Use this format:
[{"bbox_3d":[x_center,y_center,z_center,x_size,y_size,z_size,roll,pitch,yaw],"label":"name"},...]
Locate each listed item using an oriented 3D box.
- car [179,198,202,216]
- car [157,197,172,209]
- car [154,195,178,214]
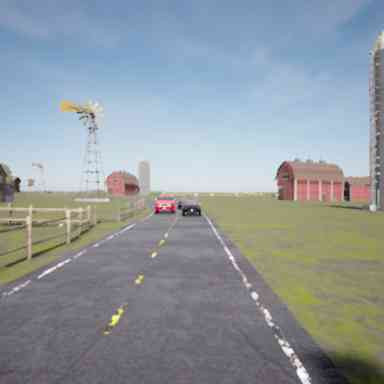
[{"bbox_3d":[-0.075,1.580,33.795,1.882,1.535,5.008,0,0,-2],"label":"car"},{"bbox_3d":[-4.059,1.545,48.483,1.837,1.490,4.892,0,0,-8],"label":"car"},{"bbox_3d":[-3.011,1.331,37.810,2.150,2.045,5.566,0,0,-2],"label":"car"}]
